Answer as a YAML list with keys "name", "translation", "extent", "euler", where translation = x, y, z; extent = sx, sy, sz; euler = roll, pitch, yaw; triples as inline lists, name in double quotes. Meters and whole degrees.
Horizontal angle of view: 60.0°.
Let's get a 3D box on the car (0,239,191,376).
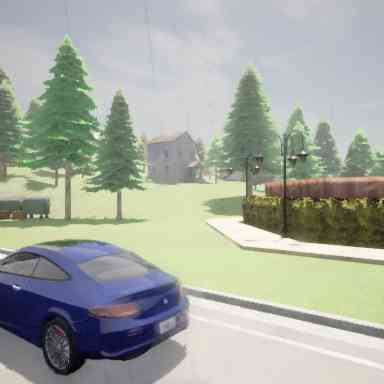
- name: "car"
  translation: [-2.178, 1.526, 5.544]
  extent: [4.674, 1.442, 1.812]
  euler: [0, 0, 36]
